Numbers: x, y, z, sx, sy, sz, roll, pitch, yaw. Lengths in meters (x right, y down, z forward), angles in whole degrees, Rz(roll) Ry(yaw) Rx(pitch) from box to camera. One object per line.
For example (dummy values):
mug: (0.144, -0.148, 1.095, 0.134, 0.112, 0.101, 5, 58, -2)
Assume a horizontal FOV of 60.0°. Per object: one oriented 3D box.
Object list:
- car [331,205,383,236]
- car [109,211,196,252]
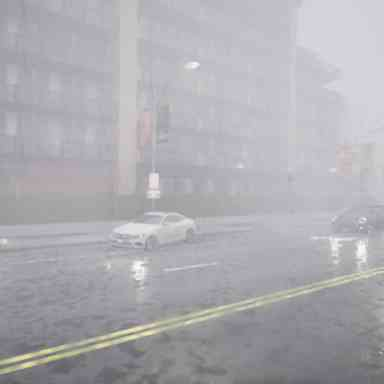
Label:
car: (10.434, 1.593, 20.157, 4.553, 1.767, 2.097, 1, -1, -37)
car: (-1.506, 1.597, 14.502, 1.812, 1.442, 4.674, 1, 1, 31)
